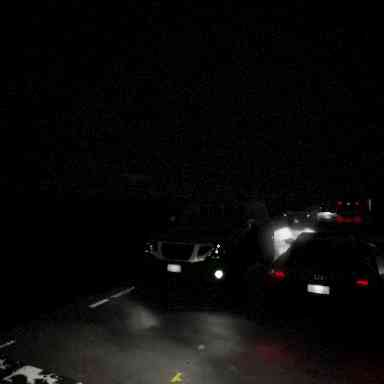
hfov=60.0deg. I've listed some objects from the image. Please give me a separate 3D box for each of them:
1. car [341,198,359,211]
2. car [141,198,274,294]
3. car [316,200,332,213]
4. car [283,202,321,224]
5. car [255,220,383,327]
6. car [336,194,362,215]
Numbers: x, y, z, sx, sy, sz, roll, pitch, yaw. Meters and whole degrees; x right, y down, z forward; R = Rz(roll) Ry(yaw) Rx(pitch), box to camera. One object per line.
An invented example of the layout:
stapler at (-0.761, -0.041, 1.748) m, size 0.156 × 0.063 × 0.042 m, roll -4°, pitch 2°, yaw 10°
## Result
car at (20.731, 1.576, 43.684) m, size 2.033 × 1.411 × 5.357 m, roll 0°, pitch 0°, yaw 26°
car at (0.830, 1.228, 9.405) m, size 2.150 × 2.045 × 5.566 m, roll 0°, pitch 0°, yaw 26°
car at (14.863, 1.593, 37.991) m, size 1.994 × 1.385 × 4.181 m, roll 0°, pitch 0°, yaw 26°
car at (7.755, 1.614, 23.592) m, size 1.895 × 1.301 × 4.718 m, roll 0°, pitch 0°, yaw 26°
car at (2.951, 1.563, 7.254) m, size 1.994 × 1.385 × 4.181 m, roll 0°, pitch 0°, yaw 26°
car at (16.067, 1.239, 34.028) m, size 2.150 × 2.045 × 5.566 m, roll 0°, pitch 0°, yaw 26°
